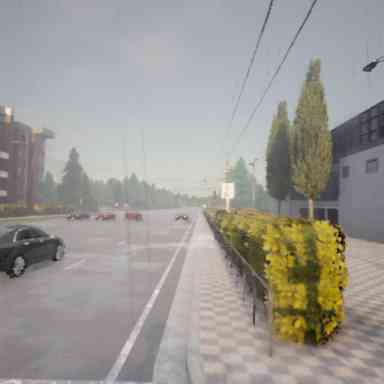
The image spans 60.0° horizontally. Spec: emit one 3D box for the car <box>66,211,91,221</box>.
[{"bbox_3d":[-15.673,3.274,46.306,1.895,1.301,4.718,1,-2,2],"label":"car"}]

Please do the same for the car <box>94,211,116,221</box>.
[{"bbox_3d":[-12.150,3.377,46.999,1.895,1.301,4.718,1,-2,2],"label":"car"}]

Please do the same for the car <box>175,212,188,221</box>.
[{"bbox_3d":[-1.532,3.768,50.988,1.895,1.301,4.718,1,-2,2],"label":"car"}]

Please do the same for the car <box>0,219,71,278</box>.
[{"bbox_3d":[-6.087,1.885,11.488,1.837,1.490,4.892,1,-2,2],"label":"car"}]

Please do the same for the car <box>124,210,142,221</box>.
[{"bbox_3d":[-8.588,3.413,48.984,1.882,1.535,5.008,1,-2,2],"label":"car"}]
